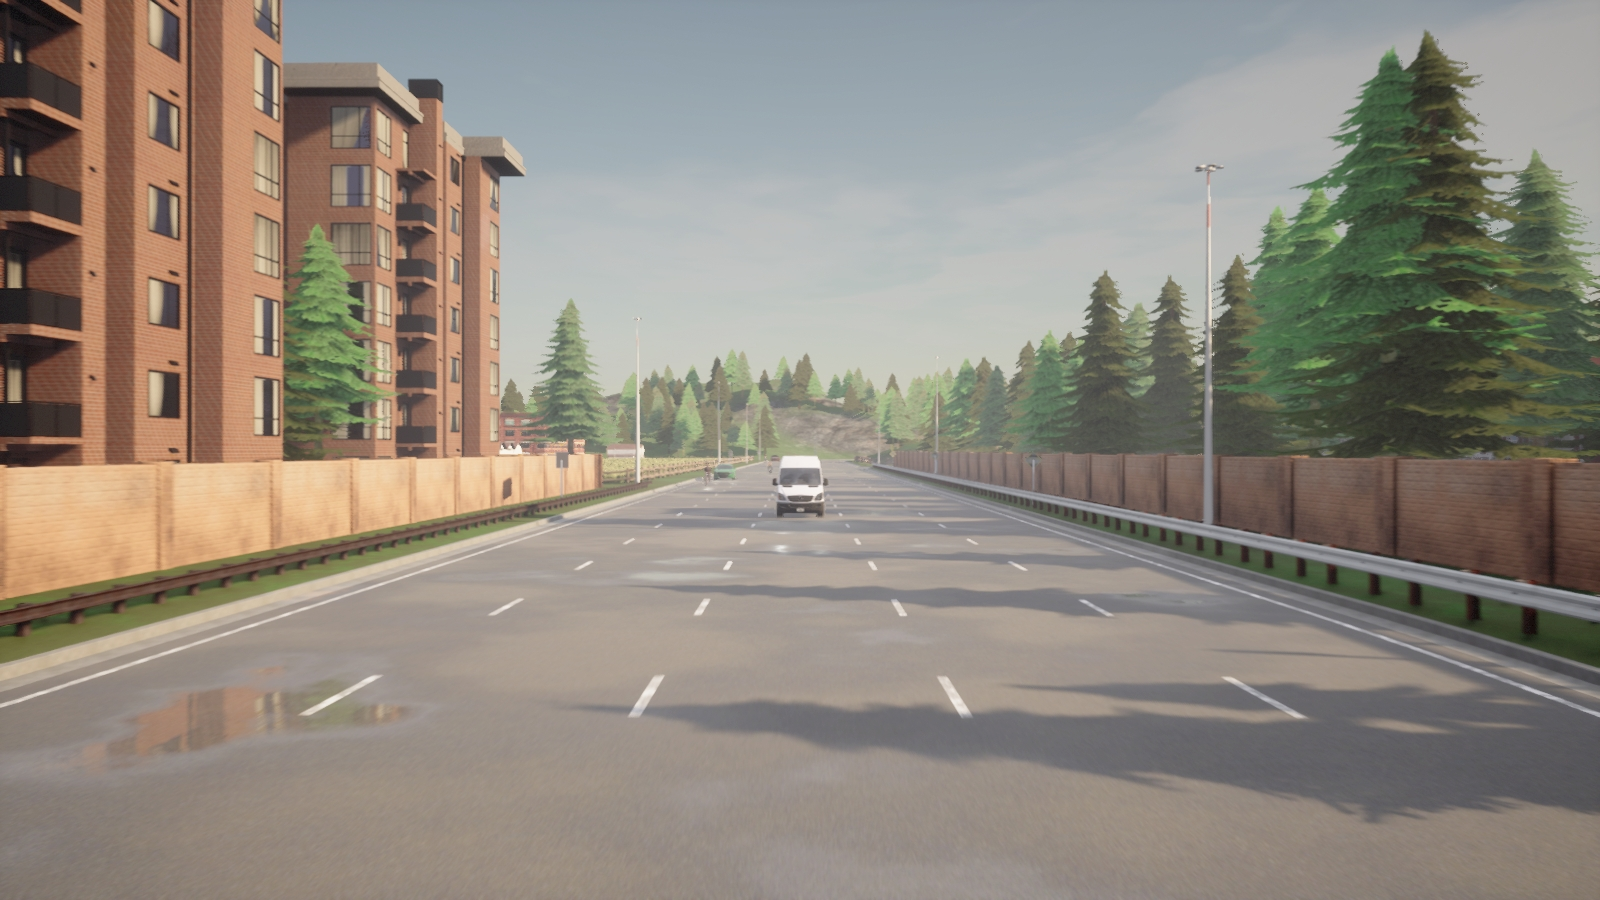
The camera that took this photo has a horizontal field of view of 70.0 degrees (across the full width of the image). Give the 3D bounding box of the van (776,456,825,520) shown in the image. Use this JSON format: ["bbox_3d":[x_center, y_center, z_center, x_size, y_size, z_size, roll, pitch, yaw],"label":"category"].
[{"bbox_3d":[0.019,1.534,48.978,1.988,2.561,5.915,0,0,0],"label":"van"}]
